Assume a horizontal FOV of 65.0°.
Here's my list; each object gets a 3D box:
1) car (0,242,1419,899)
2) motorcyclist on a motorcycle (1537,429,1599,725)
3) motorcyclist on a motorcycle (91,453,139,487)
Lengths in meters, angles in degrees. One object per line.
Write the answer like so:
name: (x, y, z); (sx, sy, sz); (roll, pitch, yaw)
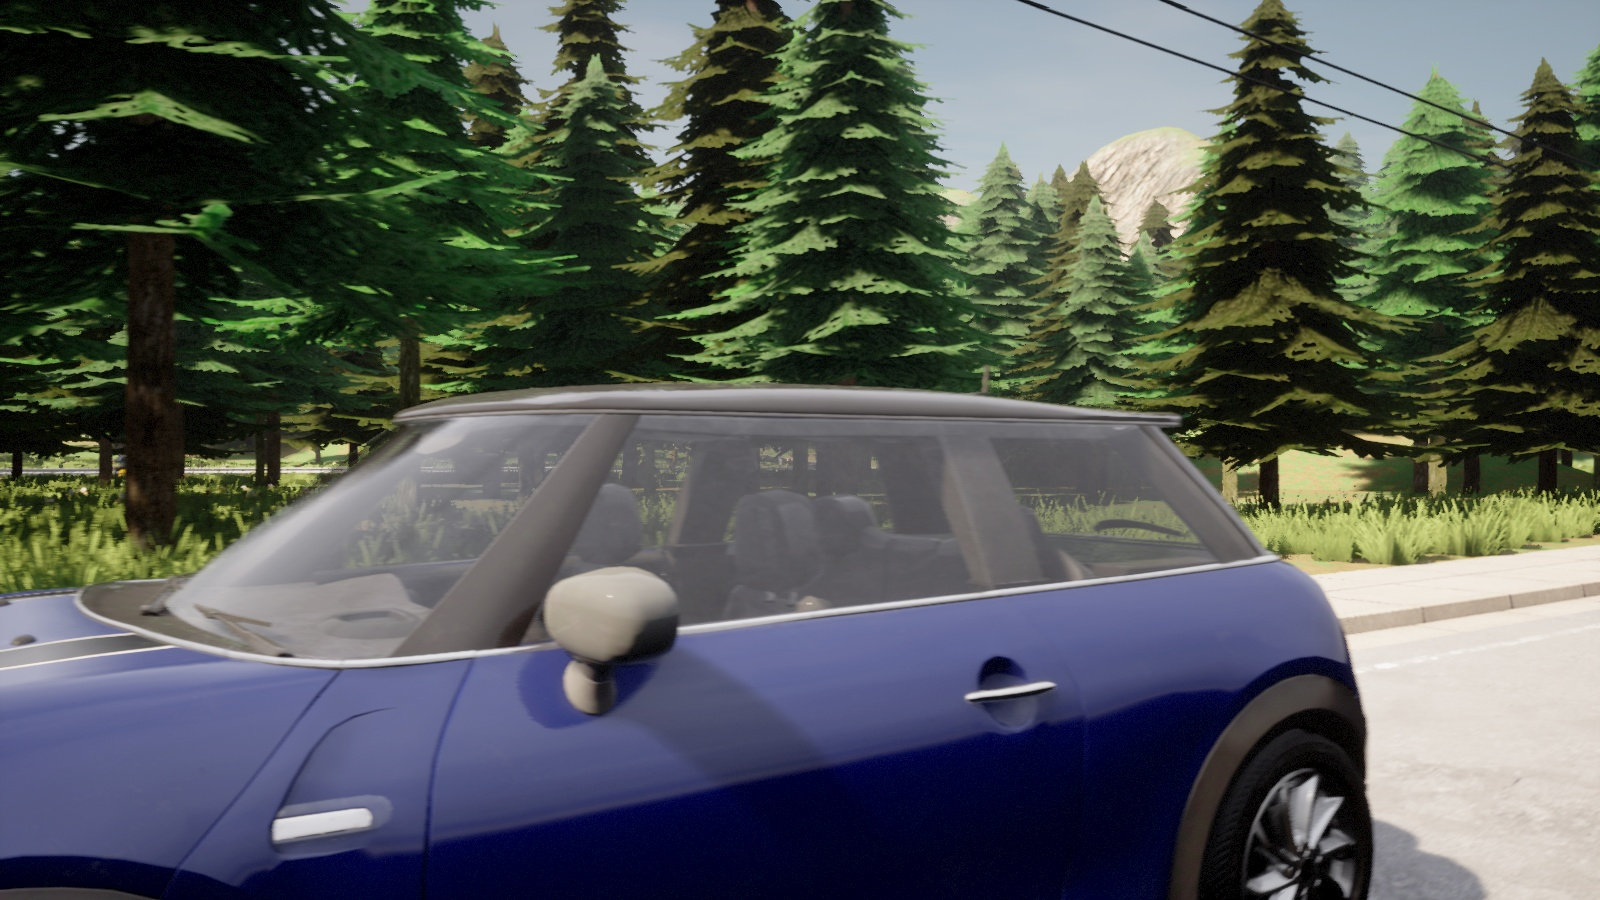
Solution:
car: (-0.658, 0.612, 3.209); (4.553, 1.767, 2.097); (0, 0, -35)
motorcyclist on a motorcycle: (5.445, 0.703, 7.653); (2.350, 1.649, 0.766); (0, 0, -36)
motorcyclist on a motorcycle: (-31.953, 0.928, 58.604); (1.817, 1.590, 0.866); (0, 0, -40)
